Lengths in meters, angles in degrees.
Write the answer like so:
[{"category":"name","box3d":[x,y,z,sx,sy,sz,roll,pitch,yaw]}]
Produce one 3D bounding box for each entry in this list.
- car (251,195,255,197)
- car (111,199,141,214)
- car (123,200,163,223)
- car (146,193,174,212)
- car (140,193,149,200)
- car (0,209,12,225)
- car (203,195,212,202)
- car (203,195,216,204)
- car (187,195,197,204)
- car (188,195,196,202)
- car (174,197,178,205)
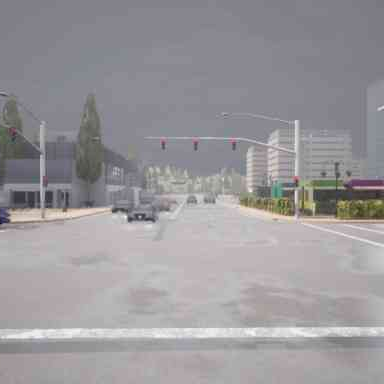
[{"category":"car","box3d":[17.748,1.153,86.877,4.605,1.855,1.932,0,0,-2]},{"category":"car","box3d":[-7.108,1.547,35.254,2.033,1.411,5.357,0,0,0]},{"category":"car","box3d":[-3.607,1.564,25.079,1.994,1.385,4.181,0,0,0]},{"category":"car","box3d":[-3.609,1.352,38.271,2.097,1.767,4.553,0,0,0]},{"category":"car","box3d":[-7.104,1.221,54.192,2.150,2.045,5.566,0,0,0]},{"category":"car","box3d":[-13.882,1.478,20.407,5.008,1.535,1.882,0,1,-12]},{"category":"car","box3d":[3.482,1.397,73.981,1.812,1.442,4.674,0,0,0]},{"category":"car","box3d":[3.484,1.491,63.706,2.128,1.511,4.902,0,0,0]},{"category":"car","box3d":[-0.016,1.491,63.705,2.128,1.511,4.902,0,0,0]},{"category":"car","box3d":[-0.018,1.372,73.979,1.837,1.490,4.892,0,0,0]},{"category":"car","box3d":[-3.586,1.601,59.619,1.895,1.301,4.718,0,0,0]}]
